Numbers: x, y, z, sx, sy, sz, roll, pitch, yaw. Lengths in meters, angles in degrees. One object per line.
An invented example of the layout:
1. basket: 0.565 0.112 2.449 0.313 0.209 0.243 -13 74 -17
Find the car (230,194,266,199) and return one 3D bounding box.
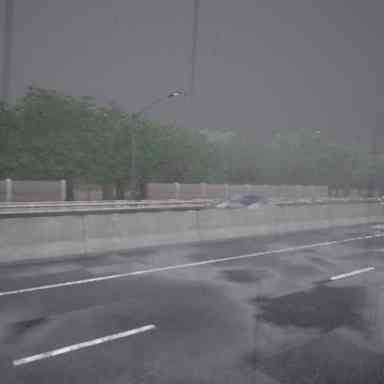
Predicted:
1. car: 5.197 1.222 33.476 5.566 2.045 2.150 0 0 -35

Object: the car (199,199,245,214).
1. car: 3.253 1.505 35.500 4.892 1.490 1.837 0 0 -38

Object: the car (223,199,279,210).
1. car: 4.883 1.524 24.666 4.674 1.442 1.812 0 0 -35

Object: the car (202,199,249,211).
1. car: 2.888 1.524 27.541 4.674 1.442 1.812 0 0 -35
